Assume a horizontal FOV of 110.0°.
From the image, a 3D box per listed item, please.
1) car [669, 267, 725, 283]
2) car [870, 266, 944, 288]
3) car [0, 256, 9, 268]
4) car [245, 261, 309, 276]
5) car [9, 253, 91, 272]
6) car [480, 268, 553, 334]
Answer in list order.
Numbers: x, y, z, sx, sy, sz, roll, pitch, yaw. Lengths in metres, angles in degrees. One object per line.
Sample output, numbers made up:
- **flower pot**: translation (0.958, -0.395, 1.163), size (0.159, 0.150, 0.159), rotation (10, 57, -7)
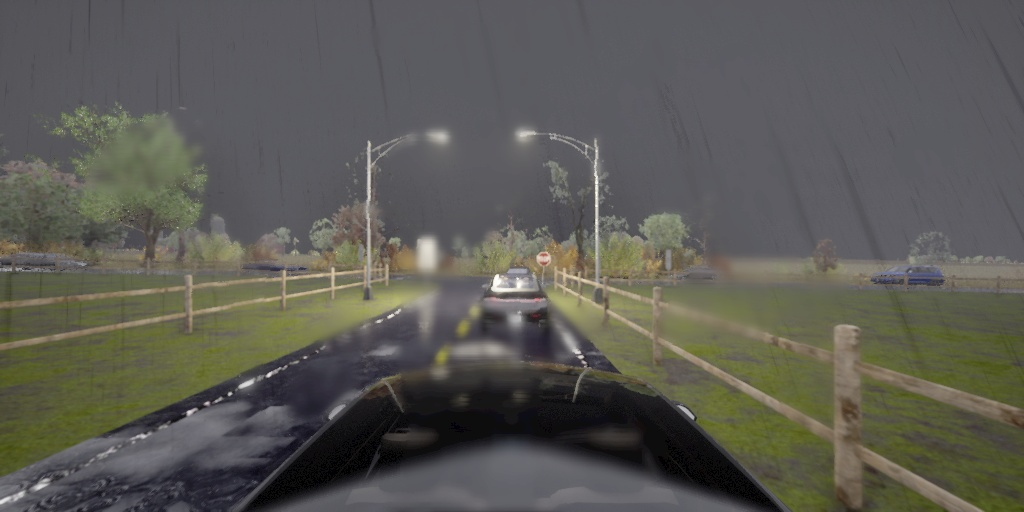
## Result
- **car**: translation (17.855, 1.798, 34.701), size (4.902, 1.511, 2.128), rotation (1, 0, 0)
- **car**: translation (38.135, 1.957, 34.659), size (5.566, 2.045, 2.150), rotation (1, 0, 0)
- **car**: translation (-46.965, 0.401, 34.732), size (4.902, 1.511, 2.128), rotation (1, 0, 1)
- **car**: translation (-20.749, 1.101, 31.802), size (4.718, 1.301, 1.895), rotation (1, 0, 0)
- **car**: translation (-40.504, 0.562, 31.841), size (4.902, 1.511, 2.128), rotation (1, 0, 0)
- **car**: translation (0.104, 1.286, 10.837), size (2.128, 1.511, 4.902), rotation (0, 0, 0)
